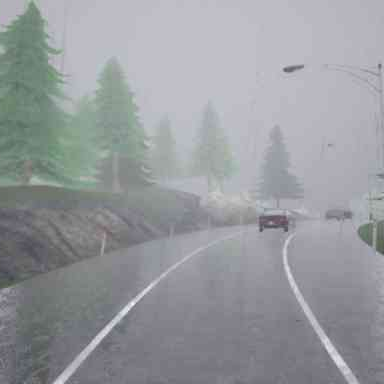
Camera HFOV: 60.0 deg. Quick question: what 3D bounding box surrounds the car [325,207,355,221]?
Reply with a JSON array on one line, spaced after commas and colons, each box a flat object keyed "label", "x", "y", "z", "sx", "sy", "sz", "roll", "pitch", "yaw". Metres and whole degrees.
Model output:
[{"label": "car", "x": 17.251, "y": 2.518, "z": 38.646, "sx": 4.902, "sy": 1.511, "sz": 2.128, "roll": 3, "pitch": -6, "yaw": -44}]

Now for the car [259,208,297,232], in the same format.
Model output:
[{"label": "car", "x": 6.154, "y": 1.926, "z": 23.656, "sx": 1.882, "sy": 1.535, "sz": 5.008, "roll": -3, "pitch": -3, "yaw": 26}]
